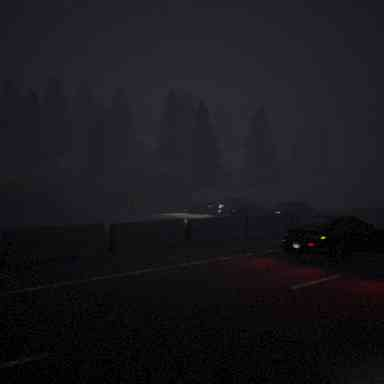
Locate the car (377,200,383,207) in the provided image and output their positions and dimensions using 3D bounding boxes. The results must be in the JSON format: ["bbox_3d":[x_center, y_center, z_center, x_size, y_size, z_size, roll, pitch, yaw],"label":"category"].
[{"bbox_3d":[35.113,1.949,59.102,5.357,1.411,2.033,1,-1,-36],"label":"car"}]

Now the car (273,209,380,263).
[{"bbox_3d":[5.131,1.485,11.726,4.674,1.442,1.812,0,0,-35],"label":"car"}]

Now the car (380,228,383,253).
[{"bbox_3d":[7.154,1.484,8.869,4.674,1.442,1.812,0,0,-36],"label":"car"}]

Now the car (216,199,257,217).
[{"bbox_3d":[4.716,1.564,28.881,4.718,1.301,1.895,0,0,-36],"label":"car"}]

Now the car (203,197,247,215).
[{"bbox_3d":[3.771,1.319,32.507,4.553,1.767,2.097,0,0,-36],"label":"car"}]

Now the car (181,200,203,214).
[{"bbox_3d":[1.508,1.514,35.193,5.357,1.411,2.033,0,0,-36],"label":"car"}]

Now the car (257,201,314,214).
[{"bbox_3d":[7.851,1.472,26.818,4.892,1.490,1.837,0,0,-36],"label":"car"}]
